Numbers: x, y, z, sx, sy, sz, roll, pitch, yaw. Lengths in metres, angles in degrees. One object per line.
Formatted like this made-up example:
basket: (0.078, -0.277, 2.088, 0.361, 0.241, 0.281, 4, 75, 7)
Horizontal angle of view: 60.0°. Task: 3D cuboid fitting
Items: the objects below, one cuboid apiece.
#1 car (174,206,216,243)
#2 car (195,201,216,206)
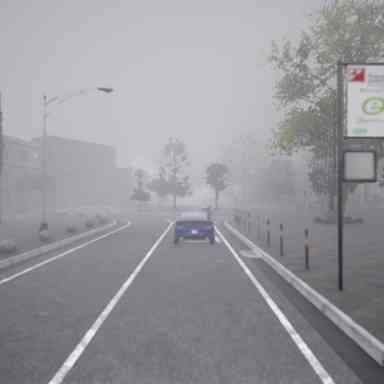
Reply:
car: (0.101, 1.651, 16.934, 1.882, 1.535, 5.008, 0, -1, 0)
car: (1.087, 1.867, 30.833, 1.837, 1.490, 4.892, 0, 0, 10)
